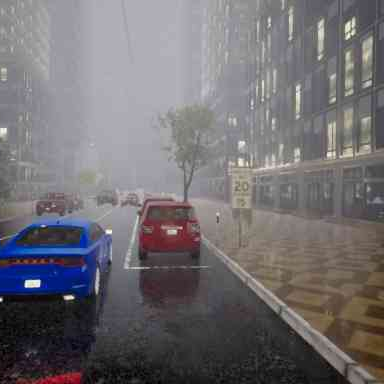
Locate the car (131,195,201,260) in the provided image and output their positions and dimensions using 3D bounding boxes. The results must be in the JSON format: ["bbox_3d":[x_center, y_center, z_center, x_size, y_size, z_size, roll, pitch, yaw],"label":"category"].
[{"bbox_3d":[-0.917,1.220,12.022,2.192,1.841,5.009,1,1,-8],"label":"car"}]

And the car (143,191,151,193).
[{"bbox_3d":[-7.280,0.939,56.030,1.887,1.381,4.507,1,1,-8],"label":"car"}]

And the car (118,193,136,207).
[{"bbox_3d":[-7.662,1.129,40.950,1.895,1.301,4.718,1,1,-8],"label":"car"}]

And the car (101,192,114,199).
[{"bbox_3d":[-16.643,0.712,65.927,2.008,1.369,4.403,1,1,-8],"label":"car"}]

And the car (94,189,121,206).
[{"bbox_3d":[-10.731,0.688,42.564,2.150,2.045,5.566,1,1,-8],"label":"car"}]

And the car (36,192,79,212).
[{"bbox_3d":[-11.172,0.917,27.402,2.192,1.841,5.009,1,1,-8],"label":"car"}]

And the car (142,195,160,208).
[{"bbox_3d":[-4.936,1.134,39.520,2.008,1.369,4.403,1,1,-8],"label":"car"}]

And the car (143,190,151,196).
[{"bbox_3d":[-12.746,0.276,94.549,2.192,1.841,5.009,1,1,-8],"label":"car"}]

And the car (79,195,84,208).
[{"bbox_3d":[-11.955,0.978,32.907,1.967,1.590,4.097,1,1,-8],"label":"car"}]

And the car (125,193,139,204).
[{"bbox_3d":[-9.108,0.893,50.801,1.882,1.535,5.008,1,1,-8],"label":"car"}]

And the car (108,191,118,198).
[{"bbox_3d":[-18.204,0.477,76.932,1.967,1.590,4.097,1,1,-8],"label":"car"}]

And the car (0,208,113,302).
[{"bbox_3d":[-3.070,1.387,8.135,1.882,1.535,5.008,1,1,-8],"label":"car"}]

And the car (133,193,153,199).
[{"bbox_3d":[-1.794,1.154,17.510,2.192,1.841,5.009,1,1,-8],"label":"car"}]
